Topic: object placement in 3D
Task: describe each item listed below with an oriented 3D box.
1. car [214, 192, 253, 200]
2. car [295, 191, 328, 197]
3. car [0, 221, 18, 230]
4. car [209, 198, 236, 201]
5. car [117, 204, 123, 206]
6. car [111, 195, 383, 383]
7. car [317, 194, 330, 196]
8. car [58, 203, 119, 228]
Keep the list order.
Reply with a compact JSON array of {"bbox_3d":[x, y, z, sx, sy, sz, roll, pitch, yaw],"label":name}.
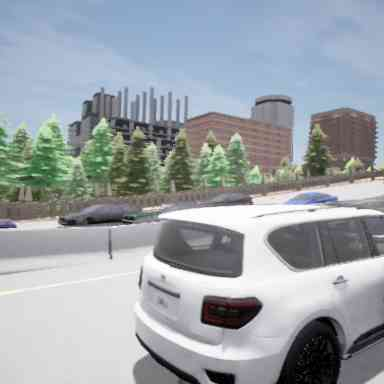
[{"bbox_3d":[2.823,0.853,27.283,5.008,1.535,1.882,-5,3,-35],"label":"car"},{"bbox_3d":[7.829,0.763,22.247,5.008,1.535,1.882,-5,3,-35],"label":"car"},{"bbox_3d":[-10.038,1.586,13.914,4.718,1.301,1.895,0,0,-35],"label":"car"},{"bbox_3d":[-0.467,1.327,16.400,5.008,1.535,1.882,-2,1,-35],"label":"car"},{"bbox_3d":[-1.726,1.417,19.795,4.718,1.301,1.895,-3,2,-35],"label":"car"},{"bbox_3d":[1.878,1.193,5.073,5.566,2.045,2.150,-1,1,-35],"label":"car"},{"bbox_3d":[6.514,1.052,12.625,4.553,1.767,2.097,-3,2,-35],"label":"car"},{"bbox_3d":[-5.647,1.442,21.313,5.357,1.411,2.033,-2,1,-35],"label":"car"}]
